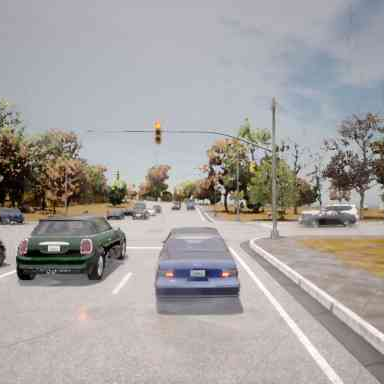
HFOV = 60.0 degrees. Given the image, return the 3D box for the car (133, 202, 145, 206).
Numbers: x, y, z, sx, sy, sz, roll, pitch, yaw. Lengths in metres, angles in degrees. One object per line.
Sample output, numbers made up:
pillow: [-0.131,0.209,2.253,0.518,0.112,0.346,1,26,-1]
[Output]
car: [-10.759,3.190,68.159,2.150,2.045,5.566,0,0,0]

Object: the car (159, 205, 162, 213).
car: [-7.269,3.474,67.907,1.837,1.490,4.892,0,0,0]

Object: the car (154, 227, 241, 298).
car: [0.058,1.644,8.836,2.033,1.411,5.357,0,-1,-1]

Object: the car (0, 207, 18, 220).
car: [-20.184,2.470,34.993,4.553,1.767,2.097,0,-3,9]

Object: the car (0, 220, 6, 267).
car: [-6.974,1.661,8.957,1.994,1.385,4.181,0,-1,2]

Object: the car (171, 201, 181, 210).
car: [-3.794,3.523,77.765,1.895,1.301,4.718,0,0,0]

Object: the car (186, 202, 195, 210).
car: [-0.293,3.451,77.713,1.812,1.442,4.674,0,0,0]

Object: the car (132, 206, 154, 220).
car: [-7.270,3.148,47.725,2.128,1.511,4.902,0,-2,1]

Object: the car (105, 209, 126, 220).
car: [-10.811,3.199,47.525,2.033,1.411,5.357,0,-2,-3]

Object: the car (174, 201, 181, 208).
car: [-3.925,3.230,87.798,1.837,1.490,4.892,0,0,-4]

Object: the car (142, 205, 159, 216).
car: [-7.297,3.421,57.617,1.812,1.442,4.674,0,-1,0]

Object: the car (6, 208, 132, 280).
car: [-3.455,1.484,10.446,2.097,1.767,4.553,0,-1,0]

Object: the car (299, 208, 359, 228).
car: [12.010,2.371,29.575,4.902,1.511,2.128,0,-3,-2]

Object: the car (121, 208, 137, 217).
car: [-10.800,3.492,57.401,1.895,1.301,4.718,0,-1,0]

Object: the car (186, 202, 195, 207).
car: [-0.427,3.287,87.896,1.994,1.385,4.181,0,0,-4]

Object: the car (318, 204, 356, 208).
car: [13.646,2.263,33.113,5.566,2.045,2.150,0,-3,-2]
